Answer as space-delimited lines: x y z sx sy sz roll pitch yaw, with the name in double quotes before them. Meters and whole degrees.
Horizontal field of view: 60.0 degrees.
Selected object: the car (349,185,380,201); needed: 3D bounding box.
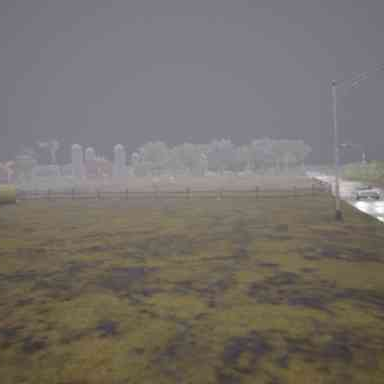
"car" 15.891 0.027 30.741 1.895 1.301 4.718 -2 2 18
